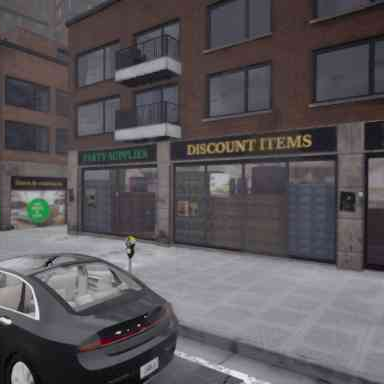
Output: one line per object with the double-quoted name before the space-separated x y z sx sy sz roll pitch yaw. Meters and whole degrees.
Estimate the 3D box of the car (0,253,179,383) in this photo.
"car" -2.205 1.549 4.657 4.403 1.369 2.008 0 1 36
